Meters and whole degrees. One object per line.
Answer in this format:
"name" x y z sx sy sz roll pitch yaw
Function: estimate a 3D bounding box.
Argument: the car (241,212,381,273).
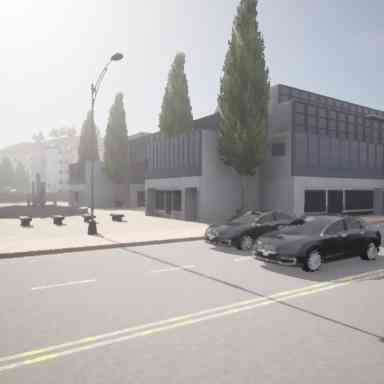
"car" 4.142 1.505 10.747 4.892 1.490 1.837 0 0 -32

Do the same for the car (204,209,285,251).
"car" 2.783 1.504 14.024 4.892 1.490 1.837 0 0 -32
